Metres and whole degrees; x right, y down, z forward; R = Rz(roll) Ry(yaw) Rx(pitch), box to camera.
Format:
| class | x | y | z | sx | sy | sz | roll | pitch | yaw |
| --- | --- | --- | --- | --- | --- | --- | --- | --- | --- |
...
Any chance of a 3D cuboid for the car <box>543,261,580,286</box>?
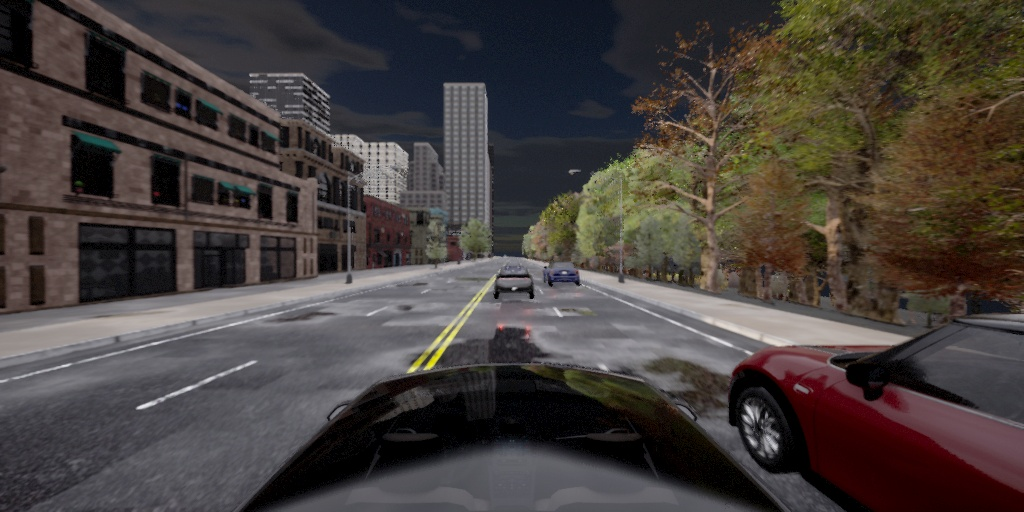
| class | x | y | z | sx | sy | sz | roll | pitch | yaw |
| --- | --- | --- | --- | --- | --- | --- | --- | --- | --- |
| car | 3.360 | 1.098 | 25.130 | 2.097 | 1.767 | 4.553 | 0 | 0 | 0 |

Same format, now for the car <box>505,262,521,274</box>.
| class | x | y | z | sx | sy | sz | roll | pitch | yaw |
| --- | --- | --- | --- | --- | --- | --- | --- | --- | --- |
| car | 0.115 | 1.344 | 42.645 | 1.895 | 1.301 | 4.718 | 0 | 0 | 0 |

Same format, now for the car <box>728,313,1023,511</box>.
| class | x | y | z | sx | sy | sz | roll | pitch | yaw |
| --- | --- | --- | --- | --- | --- | --- | --- | --- | --- |
| car | 3.351 | 1.101 | 1.970 | 2.097 | 1.767 | 4.553 | 0 | 0 | 0 |

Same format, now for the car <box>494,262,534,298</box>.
| class | x | y | z | sx | sy | sz | roll | pitch | yaw |
| --- | --- | --- | --- | --- | --- | --- | --- | --- | --- |
| car | 0.106 | 1.240 | 18.272 | 2.128 | 1.511 | 4.902 | 0 | 0 | 0 |
